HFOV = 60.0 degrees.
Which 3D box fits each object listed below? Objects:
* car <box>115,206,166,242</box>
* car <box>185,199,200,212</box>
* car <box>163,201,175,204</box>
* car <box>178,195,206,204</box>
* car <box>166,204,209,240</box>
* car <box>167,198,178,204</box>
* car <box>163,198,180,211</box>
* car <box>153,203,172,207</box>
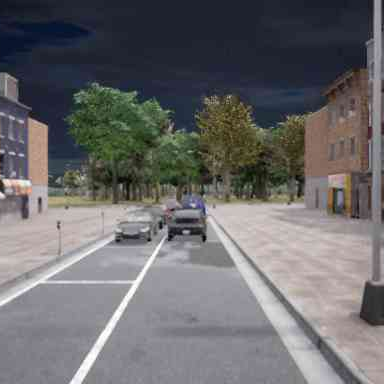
[{"bbox_3d":[-2.647,1.606,16.578,2.008,1.369,4.403,-1,0,0],"label":"car"},{"bbox_3d":[0.056,1.657,42.985,1.837,1.490,4.892,0,0,-1],"label":"car"},{"bbox_3d":[-2.647,1.677,27.448,1.802,1.307,4.206,-1,0,0],"label":"car"},{"bbox_3d":[0.096,1.327,30.528,2.150,2.045,5.566,0,0,0],"label":"car"},{"bbox_3d":[-0.175,1.562,17.230,1.837,1.490,4.892,0,-1,2],"label":"car"},{"bbox_3d":[-2.647,1.701,38.317,1.947,1.339,4.313,-1,0,0],"label":"car"},{"bbox_3d":[-2.649,1.595,43.753,1.967,1.590,4.097,-1,0,0],"label":"car"},{"bbox_3d":[-2.647,1.641,22.013,1.947,1.339,4.313,-1,0,0],"label":"car"}]
